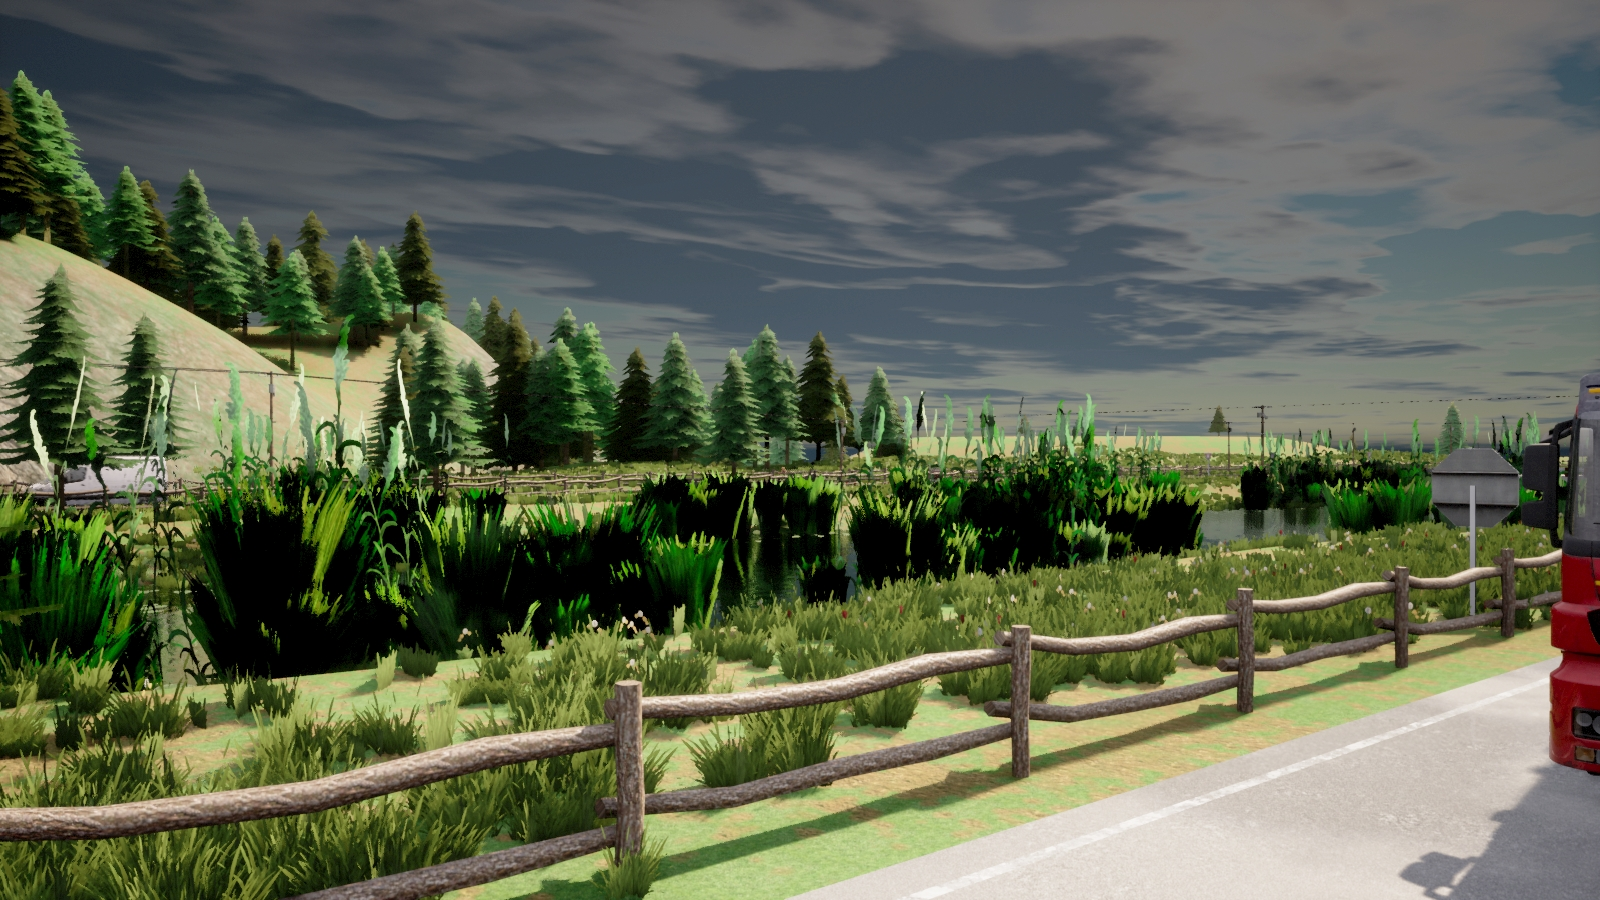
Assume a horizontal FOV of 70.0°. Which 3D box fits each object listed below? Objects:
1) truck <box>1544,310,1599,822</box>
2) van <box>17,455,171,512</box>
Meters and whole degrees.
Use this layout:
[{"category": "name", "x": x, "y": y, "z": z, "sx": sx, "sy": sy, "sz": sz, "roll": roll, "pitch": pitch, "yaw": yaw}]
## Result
[{"category": "truck", "x": 9.605, "y": 0.862, "z": 10.980, "sx": 2.891, "sy": 3.827, "sz": 8.468, "roll": 0, "pitch": 0, "yaw": 42}, {"category": "van", "x": -33.500, "y": 1.534, "z": 54.352, "sx": 1.988, "sy": 2.561, "sz": 5.915, "roll": 0, "pitch": 0, "yaw": 42}]
